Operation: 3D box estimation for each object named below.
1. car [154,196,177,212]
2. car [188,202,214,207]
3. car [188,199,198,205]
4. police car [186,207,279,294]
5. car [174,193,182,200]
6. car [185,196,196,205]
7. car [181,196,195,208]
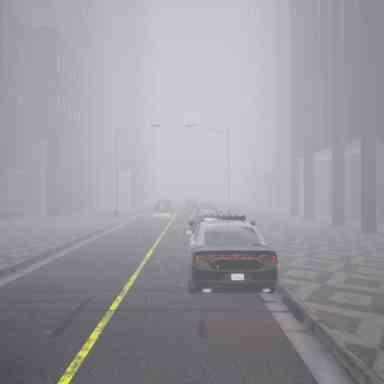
[{"bbox_3d":[-3.252,1.474,38.138,2.128,1.511,4.902,0,0,0],"label":"car"},{"bbox_3d":[0.826,1.521,18.855,1.812,1.442,4.674,0,0,0],"label":"car"},{"bbox_3d":[0.801,1.496,24.856,1.837,1.490,4.892,0,0,0],"label":"car"},{"bbox_3d":[0.865,1.425,8.964,1.930,1.638,5.238,0,0,0],"label":"police car"},{"bbox_3d":[-3.325,1.477,80.880,1.837,1.490,4.892,0,-1,0],"label":"car"},{"bbox_3d":[-0.242,1.451,60.445,1.882,1.535,5.008,0,0,0],"label":"car"},{"bbox_3d":[-0.160,1.505,46.165,1.812,1.442,4.674,0,0,0],"label":"car"}]
